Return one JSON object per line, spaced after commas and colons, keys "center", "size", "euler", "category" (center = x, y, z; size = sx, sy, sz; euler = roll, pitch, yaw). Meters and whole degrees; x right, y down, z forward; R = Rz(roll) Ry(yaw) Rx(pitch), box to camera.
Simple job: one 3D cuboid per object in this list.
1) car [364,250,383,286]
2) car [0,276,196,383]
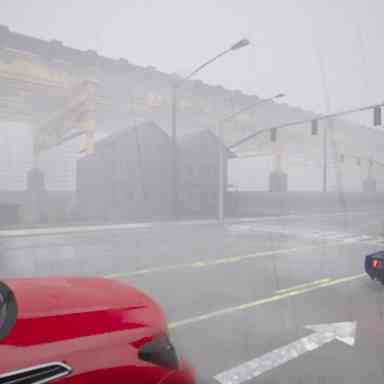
{"center": [6.373, 1.670, 8.285], "size": [4.718, 1.301, 1.895], "euler": [0, 0, -35], "category": "car"}
{"center": [-2.624, 1.215, 1.874], "size": [5.566, 2.045, 2.150], "euler": [0, 0, -36], "category": "car"}
